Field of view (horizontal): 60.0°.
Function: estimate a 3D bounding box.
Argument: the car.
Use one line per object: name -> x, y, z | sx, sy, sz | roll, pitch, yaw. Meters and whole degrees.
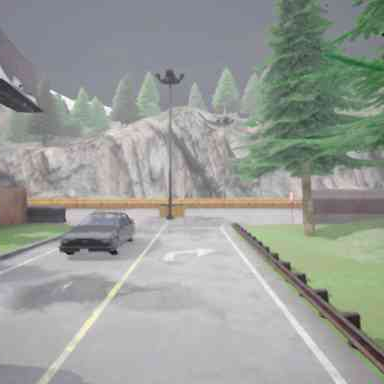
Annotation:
car -> -3.500, 1.513, 13.448 | 2.033, 1.411, 5.357 | 0, 0, 0
